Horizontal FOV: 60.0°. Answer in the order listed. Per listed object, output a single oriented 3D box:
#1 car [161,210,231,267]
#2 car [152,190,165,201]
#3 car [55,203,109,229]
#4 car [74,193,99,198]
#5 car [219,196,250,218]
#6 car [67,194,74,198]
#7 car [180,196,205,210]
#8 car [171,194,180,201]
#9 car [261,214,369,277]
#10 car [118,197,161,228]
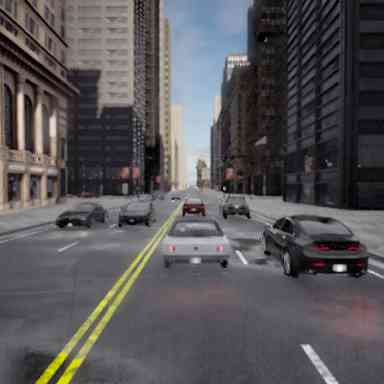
[{"bbox_3d":[0.112,1.511,11.022,1.895,1.301,4.718,0,0,0],"label":"car"},{"bbox_3d":[-6.377,0.709,63.532,2.150,2.045,5.566,0,1,0],"label":"car"},{"bbox_3d":[-6.561,1.374,20.547,2.033,1.411,5.357,0,0,0],"label":"car"},{"bbox_3d":[-22.638,0.793,72.830,4.507,1.381,1.887,1,1,0],"label":"car"},{"bbox_3d":[3.394,1.134,27.237,2.097,1.767,4.553,0,0,0],"label":"car"},{"bbox_3d":[-28.093,0.725,72.808,4.829,1.417,1.752,1,1,0],"label":"car"},{"bbox_3d":[0.150,1.241,29.118,1.882,1.535,5.008,0,0,0],"label":"car"},{"bbox_3d":[-3.120,1.052,66.289,2.033,1.411,5.357,0,1,0],"label":"car"},{"bbox_3d":[3.355,1.429,9.946,1.837,1.490,4.892,0,1,0],"label":"car"},{"bbox_3d":[-3.311,1.304,20.881,1.882,1.535,5.008,0,0,0],"label":"car"}]
